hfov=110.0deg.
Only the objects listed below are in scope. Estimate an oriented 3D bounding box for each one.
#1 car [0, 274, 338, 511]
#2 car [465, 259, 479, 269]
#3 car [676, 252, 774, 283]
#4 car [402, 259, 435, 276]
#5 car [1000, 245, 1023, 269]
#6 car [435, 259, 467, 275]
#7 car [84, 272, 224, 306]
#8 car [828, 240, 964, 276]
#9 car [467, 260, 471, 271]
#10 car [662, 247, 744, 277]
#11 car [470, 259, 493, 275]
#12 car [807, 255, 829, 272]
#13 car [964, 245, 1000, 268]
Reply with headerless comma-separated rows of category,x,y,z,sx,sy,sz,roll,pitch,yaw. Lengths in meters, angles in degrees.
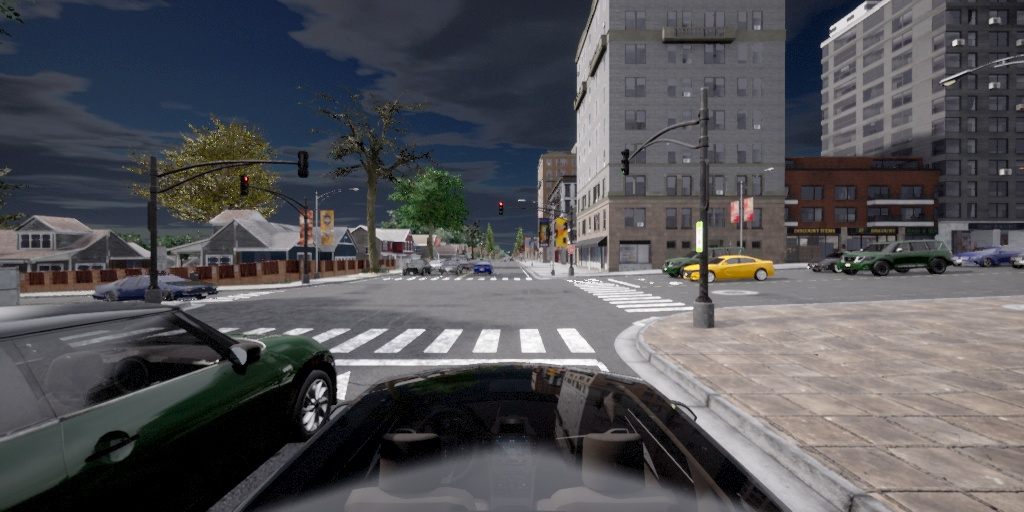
car,-3.151,1.102,2.490,2.097,1.767,4.553,0,0,0
car,-6.613,1.310,59.621,1.837,1.490,4.892,0,0,0
car,13.026,0.738,21.721,5.008,1.535,1.882,-2,0,-1
car,-9.861,1.114,37.480,2.097,1.767,4.553,0,0,0
car,33.374,0.020,21.778,4.674,1.442,1.812,-2,0,0
car,-6.610,1.255,39.556,2.128,1.511,4.902,0,0,0
car,-18.010,1.628,18.169,5.357,1.411,2.033,-2,0,5
car,23.122,0.095,21.752,5.566,2.045,2.150,-2,0,0
car,-6.619,1.326,49.275,2.033,1.411,5.357,0,0,0
car,13.445,0.455,24.969,5.566,2.045,2.150,-2,0,0
car,-3.147,1.241,39.942,1.882,1.535,5.008,0,0,0
car,23.412,0.357,25.004,4.892,1.490,1.837,-2,0,0
car,33.544,0.003,25.030,4.674,1.442,1.812,-2,0,0
